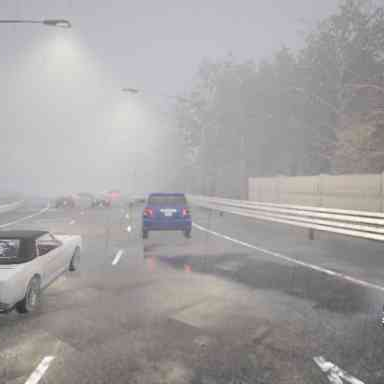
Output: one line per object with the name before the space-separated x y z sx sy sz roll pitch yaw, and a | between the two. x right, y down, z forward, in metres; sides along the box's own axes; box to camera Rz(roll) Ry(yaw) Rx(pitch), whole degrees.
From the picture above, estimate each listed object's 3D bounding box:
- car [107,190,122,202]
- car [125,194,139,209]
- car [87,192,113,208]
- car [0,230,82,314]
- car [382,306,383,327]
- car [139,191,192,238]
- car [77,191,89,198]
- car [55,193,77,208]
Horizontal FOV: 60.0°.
car | -12.028 0.516 49.702 2.097 1.767 4.553 0 1 -26
car | -5.803 0.952 34.269 1.812 1.442 4.674 0 1 -18
car | -10.170 0.984 36.489 1.895 1.301 4.718 0 1 -19
car | -3.837 1.474 7.197 1.895 1.301 4.718 0 1 -4
car | 4.331 1.459 3.001 1.837 1.490 4.892 -1 1 -25
car | -1.372 0.952 16.254 2.150 2.045 5.566 0 1 -8
car | -21.132 0.507 64.652 1.895 1.301 4.718 -1 1 -35
car | -13.843 0.907 36.280 1.812 1.442 4.674 0 1 -20
